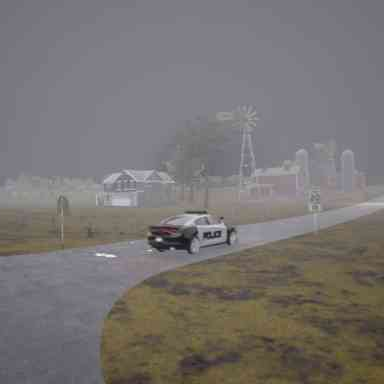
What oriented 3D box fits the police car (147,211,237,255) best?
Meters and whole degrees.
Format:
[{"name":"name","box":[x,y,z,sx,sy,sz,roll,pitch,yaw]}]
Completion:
[{"name":"police car","box":[0.258,1.652,14.630,1.930,1.638,5.238,-2,-2,36]}]
